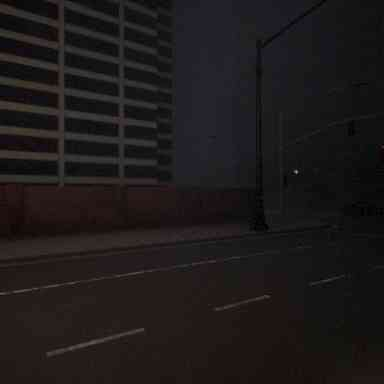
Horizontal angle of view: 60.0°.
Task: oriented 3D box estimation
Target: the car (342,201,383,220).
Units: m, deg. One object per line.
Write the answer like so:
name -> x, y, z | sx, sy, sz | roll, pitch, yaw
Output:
car -> 15.166, 1.505, 27.960 | 1.837, 1.490, 4.892 | 0, 0, -36
